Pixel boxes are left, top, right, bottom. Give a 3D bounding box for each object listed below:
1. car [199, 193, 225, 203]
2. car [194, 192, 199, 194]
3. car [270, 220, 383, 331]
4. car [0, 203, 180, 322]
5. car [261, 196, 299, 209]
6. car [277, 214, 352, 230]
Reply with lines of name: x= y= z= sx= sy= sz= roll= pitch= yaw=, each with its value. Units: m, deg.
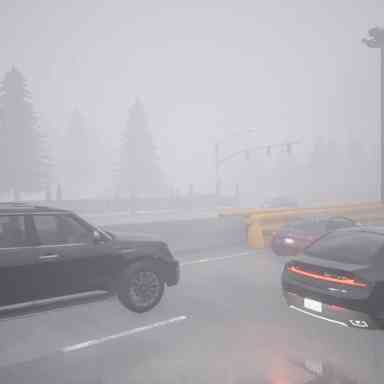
car: x=3.518 y=1.134 z=51.819 sx=1.895 sy=1.301 sz=4.718 roll=-1 pitch=1 yaw=-35
car: x=1.048 y=0.834 z=76.665 sx=2.128 sy=1.511 sz=4.902 roll=-1 pitch=1 yaw=3
car: x=3.808 y=1.435 z=6.464 sx=4.892 sy=1.490 sz=1.837 roll=-1 pitch=1 yaw=-35
car: x=-2.912 y=1.217 z=5.968 sx=5.566 sy=2.045 sz=2.150 roll=0 pitch=0 yaw=-36
car: x=8.393 y=1.143 z=31.614 sx=2.128 sy=1.511 sz=4.902 roll=1 pitch=1 yaw=44
car: x=4.619 y=1.441 z=11.331 sx=4.181 sy=1.385 sz=1.994 roll=-1 pitch=1 yaw=-35
